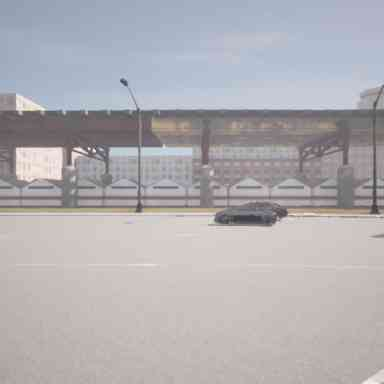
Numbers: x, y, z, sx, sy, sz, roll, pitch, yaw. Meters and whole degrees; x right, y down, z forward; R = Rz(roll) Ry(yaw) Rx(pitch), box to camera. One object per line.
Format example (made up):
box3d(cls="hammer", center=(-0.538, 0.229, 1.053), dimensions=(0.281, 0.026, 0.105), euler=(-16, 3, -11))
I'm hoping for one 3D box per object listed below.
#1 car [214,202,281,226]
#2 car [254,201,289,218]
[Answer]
box3d(cls="car", center=(3.608, 1.549, 22.583), dimensions=(4.181, 1.385, 1.994), euler=(0, 0, 5))
box3d(cls="car", center=(5.022, 1.489, 26.082), dimensions=(4.892, 1.490, 1.837), euler=(0, -2, 7))
